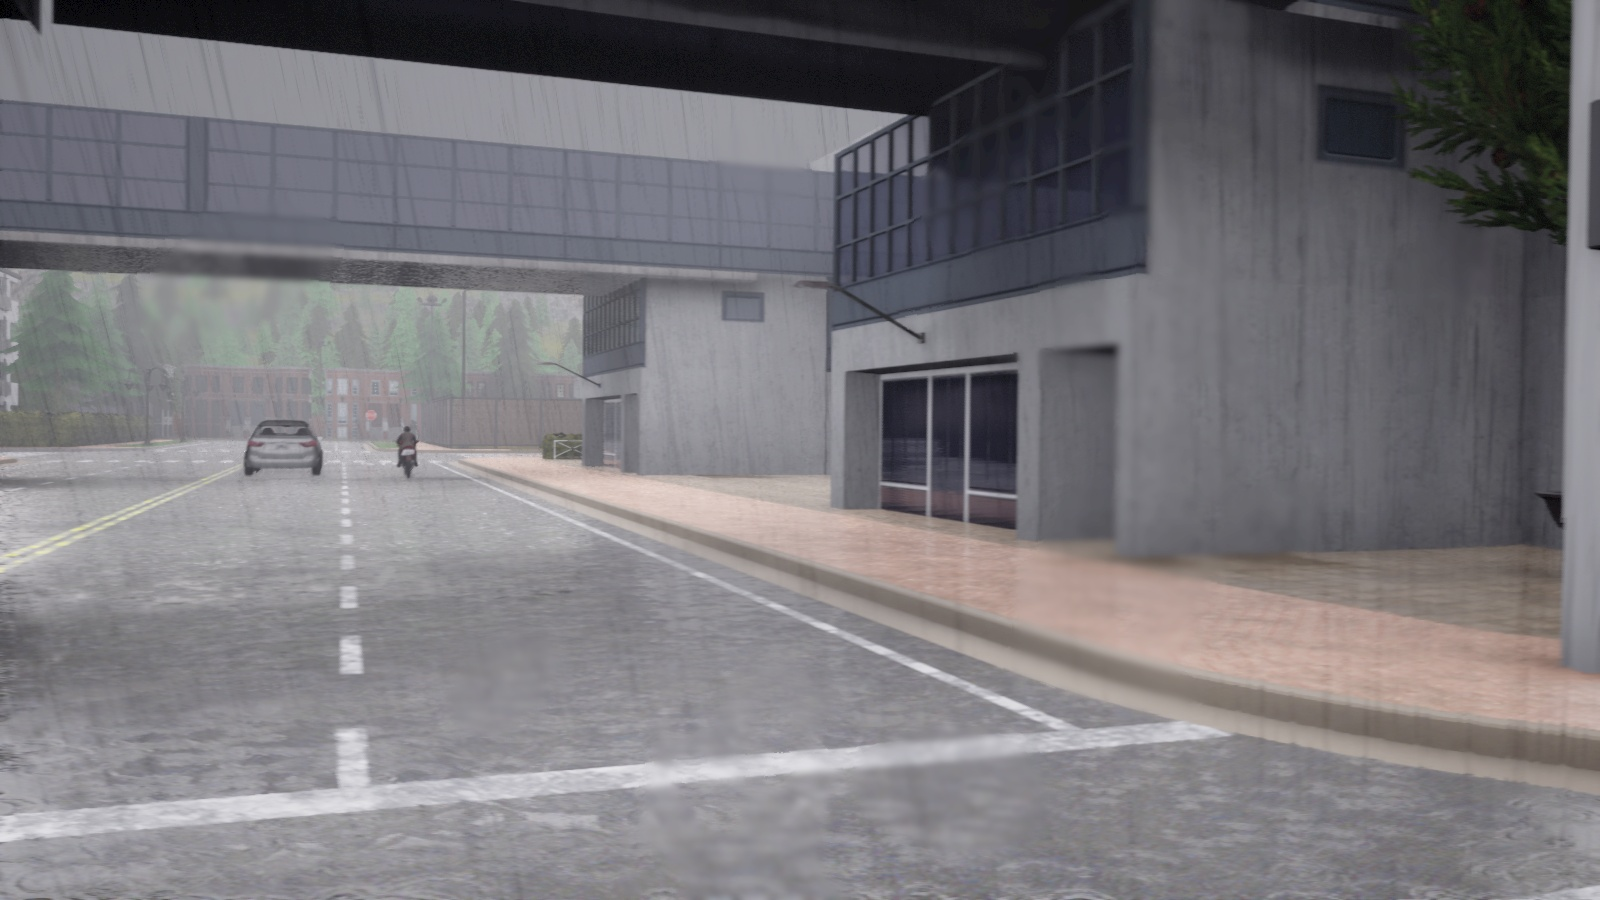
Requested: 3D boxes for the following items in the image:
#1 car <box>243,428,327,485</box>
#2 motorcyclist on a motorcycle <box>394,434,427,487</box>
[{"bbox_3d":[-16.188,0.171,39.704,2.242,1.667,4.611,-1,1,-20],"label":"car"},{"bbox_3d":[-11.577,0.299,37.282,0.797,1.523,2.044,-1,1,-20],"label":"motorcyclist on a motorcycle"}]
